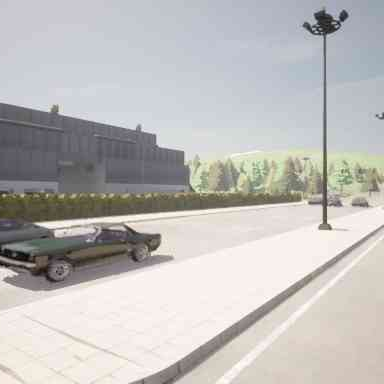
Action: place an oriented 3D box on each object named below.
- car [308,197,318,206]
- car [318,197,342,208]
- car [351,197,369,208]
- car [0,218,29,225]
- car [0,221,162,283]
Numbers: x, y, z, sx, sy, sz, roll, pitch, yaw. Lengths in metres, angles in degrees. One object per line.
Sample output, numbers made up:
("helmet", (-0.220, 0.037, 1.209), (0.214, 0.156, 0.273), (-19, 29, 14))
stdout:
("car", (20.864, 1.548, 55.300), (2.033, 1.411, 5.357), (0, 0, 36))
("car", (20.800, 1.492, 49.206), (2.128, 1.511, 4.902), (0, 0, 36))
("car", (24.239, 1.526, 47.998), (1.812, 1.442, 4.674), (0, 0, 36))
("car", (-6.682, 1.564, 10.996), (1.994, 1.385, 4.181), (0, 0, 36))
("car", (-3.096, 1.601, 9.987), (1.895, 1.301, 4.718), (0, 0, 36))
